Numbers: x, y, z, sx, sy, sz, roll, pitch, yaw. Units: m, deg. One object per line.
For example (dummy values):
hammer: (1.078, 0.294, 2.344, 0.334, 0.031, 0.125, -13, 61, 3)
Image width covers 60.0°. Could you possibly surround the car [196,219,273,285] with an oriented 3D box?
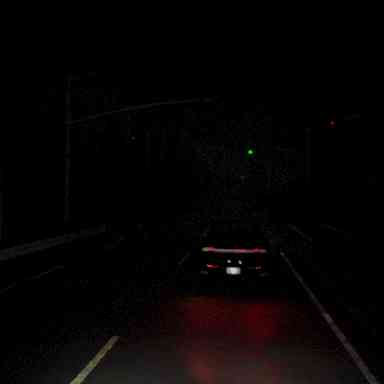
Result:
car: (1.300, 1.553, 9.796, 2.128, 1.511, 4.902, 0, 0, 9)
